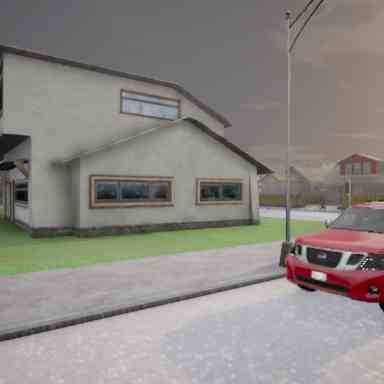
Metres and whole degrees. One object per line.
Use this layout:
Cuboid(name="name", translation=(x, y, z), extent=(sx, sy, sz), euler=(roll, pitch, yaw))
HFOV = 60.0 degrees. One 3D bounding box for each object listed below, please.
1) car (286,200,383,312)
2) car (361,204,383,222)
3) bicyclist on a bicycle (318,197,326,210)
Cuboid(name="car", translation=(4.685, 1.229, 7.794), extent=(5.566, 2.045, 2.150), euler=(0, 0, -34))
Cuboid(name="car", translation=(15.791, 1.627, 25.509), extent=(1.895, 1.301, 4.718), euler=(0, 0, -32))
Cuboid(name="bicyclist on a bicycle", translation=(15.766, 1.384, 40.294), extent=(1.656, 1.620, 0.582), euler=(0, 0, -35))
